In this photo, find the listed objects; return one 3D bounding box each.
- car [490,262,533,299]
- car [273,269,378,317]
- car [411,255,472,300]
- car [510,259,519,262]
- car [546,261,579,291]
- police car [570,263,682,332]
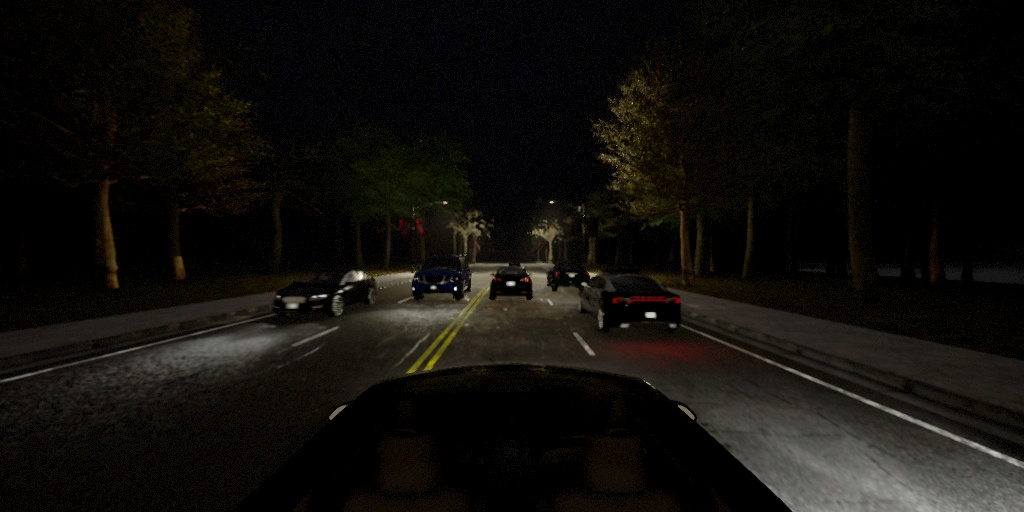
[{"bbox_3d":[-0.027,1.255,18.123,2.163,1.488,4.792,0,0,1],"label":"car"},{"bbox_3d":[-6.582,1.241,13.217,2.128,1.511,4.902,0,0,0],"label":"car"},{"bbox_3d":[-3.320,0.972,17.937,2.150,2.045,5.566,0,0,0],"label":"car"},{"bbox_3d":[0.399,1.286,57.014,1.837,1.490,4.892,0,0,1],"label":"car"},{"bbox_3d":[3.291,1.105,21.851,2.097,1.767,4.553,0,0,0],"label":"car"},{"bbox_3d":[3.259,1.175,11.000,1.930,1.638,5.238,0,0,0],"label":"police car"}]
